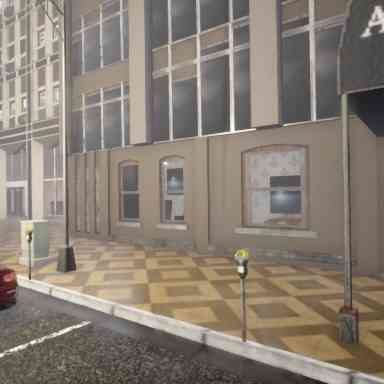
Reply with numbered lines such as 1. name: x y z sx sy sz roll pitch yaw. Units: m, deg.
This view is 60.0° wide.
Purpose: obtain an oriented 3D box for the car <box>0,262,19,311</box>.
1. car: -4.975 1.584 6.433 4.206 1.307 1.802 0 -1 35
